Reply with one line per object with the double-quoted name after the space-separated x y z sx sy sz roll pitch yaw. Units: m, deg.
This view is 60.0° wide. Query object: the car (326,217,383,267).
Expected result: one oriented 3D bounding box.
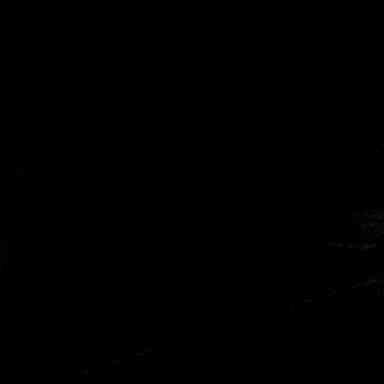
6.244 1.525 11.119 4.206 1.307 1.802 0 0 -35 "car"
